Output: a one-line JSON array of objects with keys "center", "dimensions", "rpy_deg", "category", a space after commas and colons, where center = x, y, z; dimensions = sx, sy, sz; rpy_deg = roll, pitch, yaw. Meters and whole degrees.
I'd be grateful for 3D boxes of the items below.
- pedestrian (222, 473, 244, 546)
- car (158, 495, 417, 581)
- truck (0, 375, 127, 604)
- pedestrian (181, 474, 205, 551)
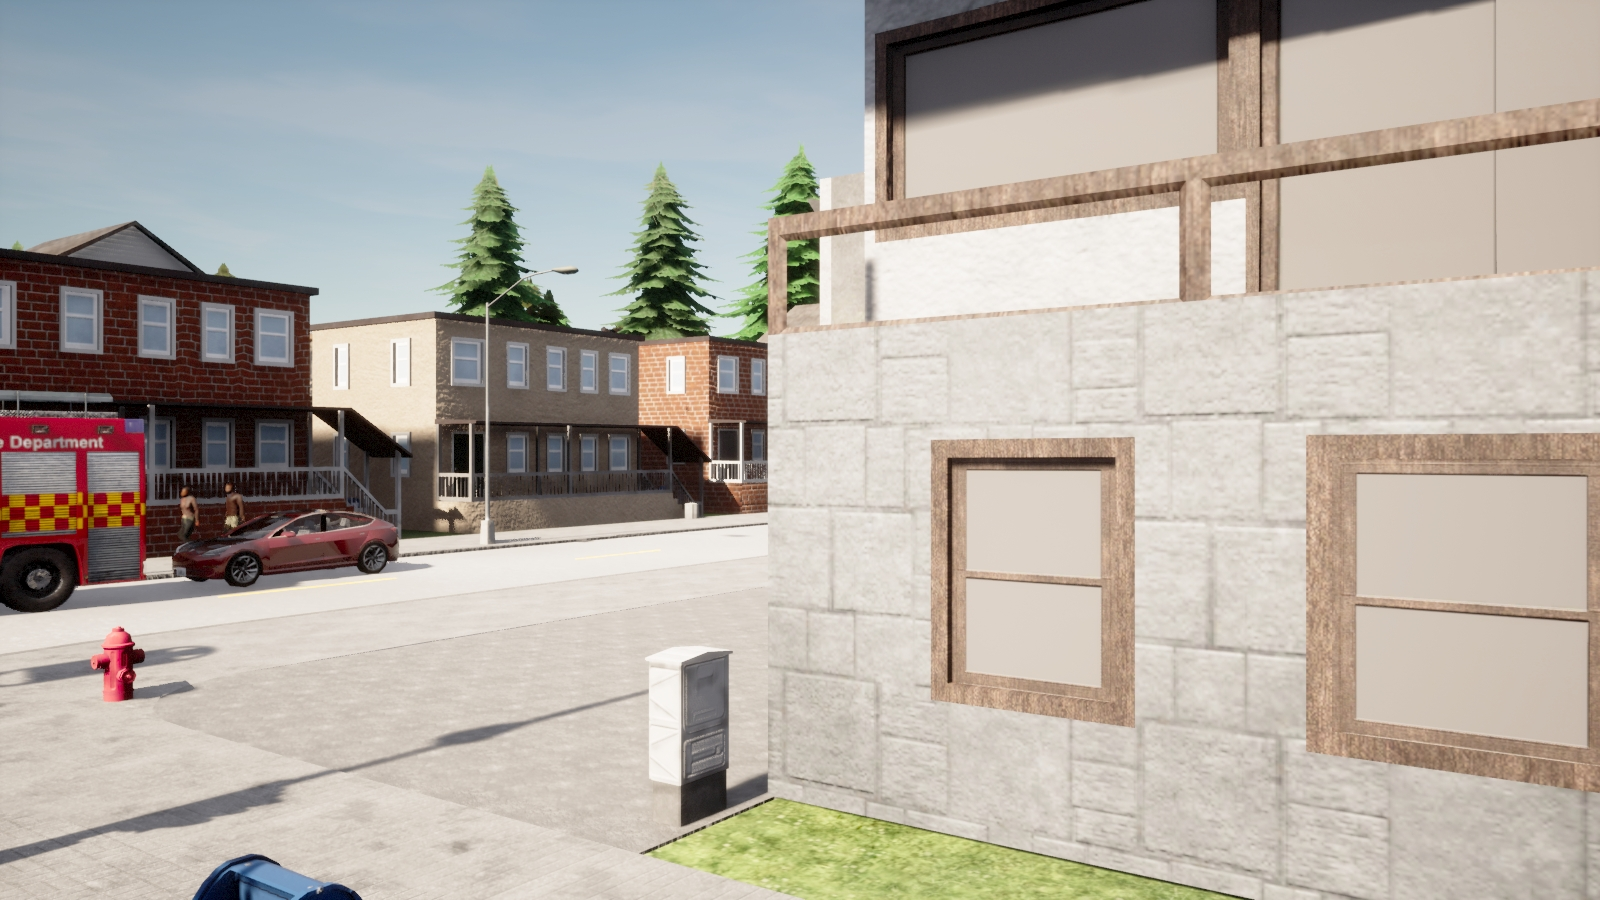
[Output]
[{"center": [-14.575, 1.516, 29.386], "dimensions": [0.375, 1.860, 0.375], "rpy_deg": [0, 0, 34], "category": "pedestrian"}, {"center": [-11.153, 1.843, 25.198], "dimensions": [2.163, 1.488, 4.792], "rpy_deg": [0, 0, 35], "category": "car"}, {"center": [-15.992, 0.669, 18.324], "dimensions": [2.891, 3.827, 8.468], "rpy_deg": [0, 0, 41], "category": "truck"}, {"center": [-14.842, 1.516, 27.929], "dimensions": [0.375, 1.860, 0.375], "rpy_deg": [0, 0, 28], "category": "pedestrian"}]
